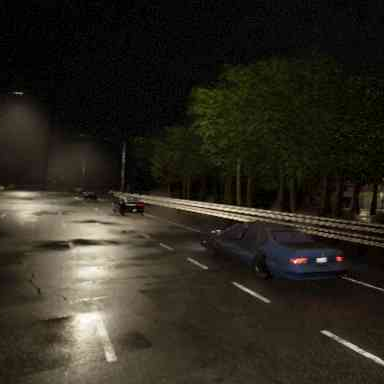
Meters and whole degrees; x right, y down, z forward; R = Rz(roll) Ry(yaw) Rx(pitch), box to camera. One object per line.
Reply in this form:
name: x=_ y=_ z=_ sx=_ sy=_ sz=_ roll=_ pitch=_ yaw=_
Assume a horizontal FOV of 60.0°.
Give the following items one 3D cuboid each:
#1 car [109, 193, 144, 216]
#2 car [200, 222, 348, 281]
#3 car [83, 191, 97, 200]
car: x=-5.348 y=1.150 z=27.814 sx=2.128 sy=1.511 sz=4.902 roll=3 pitch=0 yaw=-23
car: x=2.137 y=1.634 z=10.334 sx=2.033 sy=1.411 sz=5.357 roll=3 pitch=0 yaw=-23
car: x=-16.496 y=0.587 z=53.920 sx=1.994 sy=1.385 sz=4.181 roll=3 pitch=0 yaw=-22
